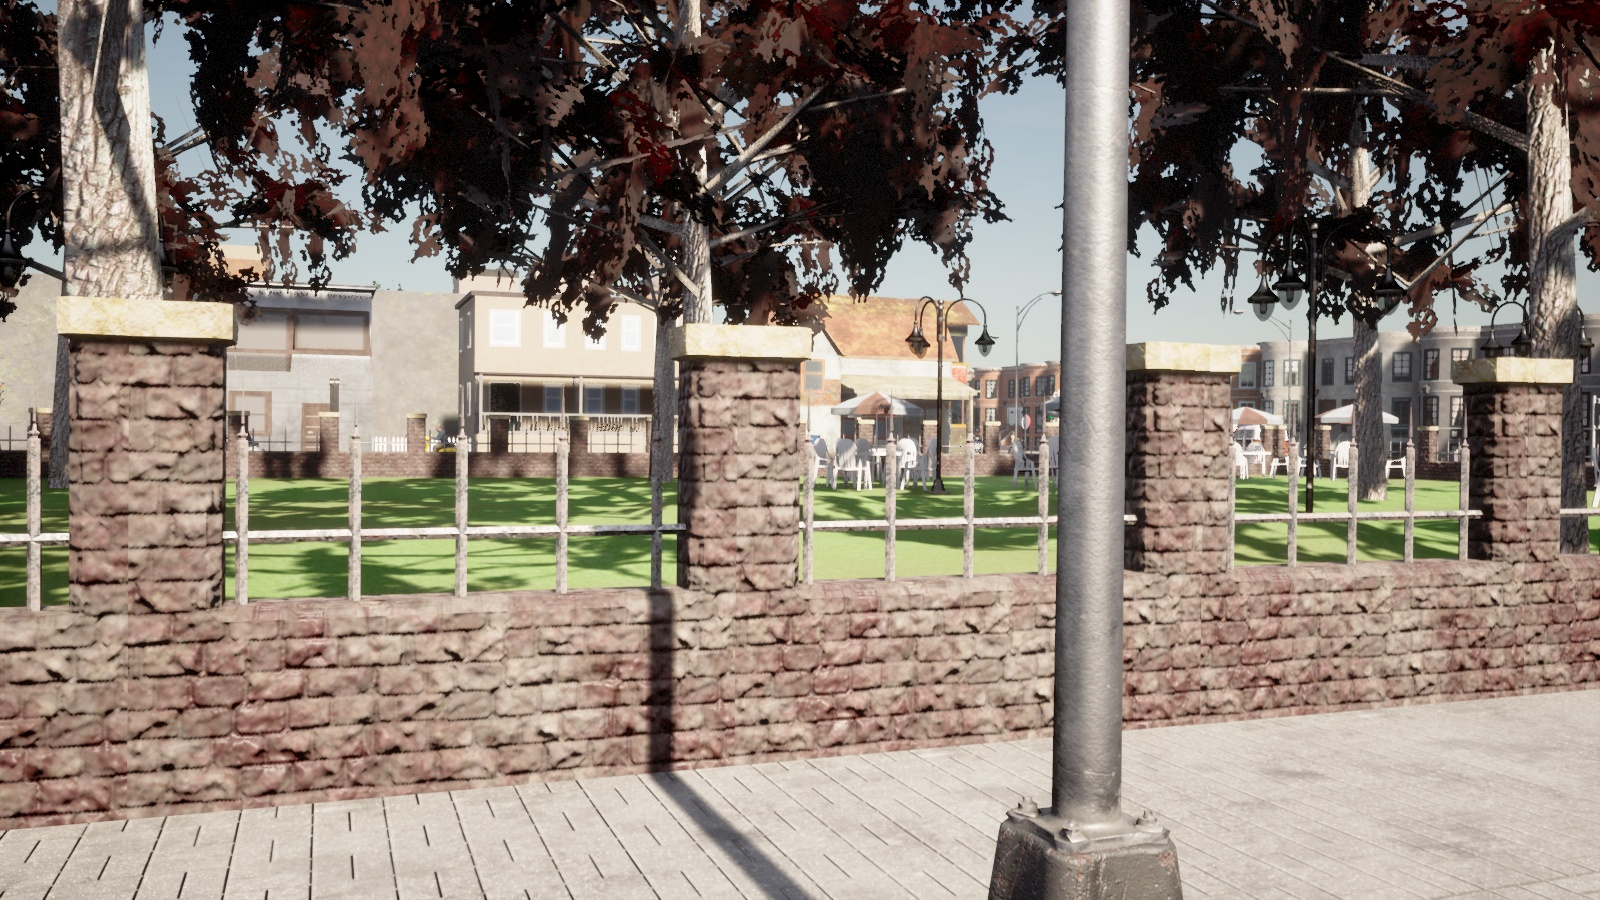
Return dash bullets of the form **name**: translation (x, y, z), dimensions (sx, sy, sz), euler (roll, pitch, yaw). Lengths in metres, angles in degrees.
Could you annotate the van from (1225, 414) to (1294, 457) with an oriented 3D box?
- **van**: translation (22.666, -0.725, 62.111), dimensions (2.069, 2.038, 4.480), euler (0, 1, 4)
